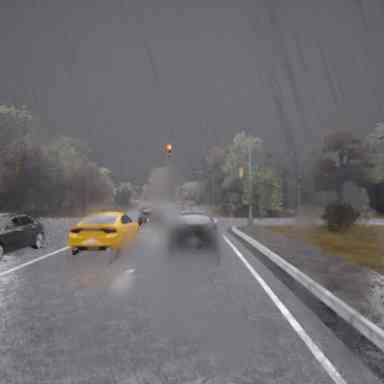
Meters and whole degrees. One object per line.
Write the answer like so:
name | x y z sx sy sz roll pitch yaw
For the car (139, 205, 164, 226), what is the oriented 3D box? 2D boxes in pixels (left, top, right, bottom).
car | -3.431 2.128 29.005 1.837 1.490 4.892 0 -2 0

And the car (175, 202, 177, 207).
car | -3.508 3.849 85.163 1.994 1.385 4.181 0 0 0

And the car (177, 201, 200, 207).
car | 0.064 1.928 28.073 2.097 1.767 4.553 0 -3 0

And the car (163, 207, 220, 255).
car | 0.069 1.567 13.704 1.882 1.535 5.008 0 -1 0

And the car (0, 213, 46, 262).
car | -7.073 1.564 12.108 1.837 1.490 4.892 0 -1 0

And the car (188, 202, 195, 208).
car | -0.104 3.651 95.312 1.837 1.490 4.892 0 0 -3

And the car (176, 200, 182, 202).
car | -3.604 3.371 95.257 2.150 2.045 5.566 0 0 -3

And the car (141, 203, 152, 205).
car | -10.507 3.513 73.846 2.150 2.045 5.566 0 0 0

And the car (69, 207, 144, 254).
car | -3.431 1.569 13.826 1.882 1.535 5.008 0 -1 0

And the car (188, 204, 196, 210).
car | -0.008 3.835 84.747 2.033 1.411 5.357 0 0 0
